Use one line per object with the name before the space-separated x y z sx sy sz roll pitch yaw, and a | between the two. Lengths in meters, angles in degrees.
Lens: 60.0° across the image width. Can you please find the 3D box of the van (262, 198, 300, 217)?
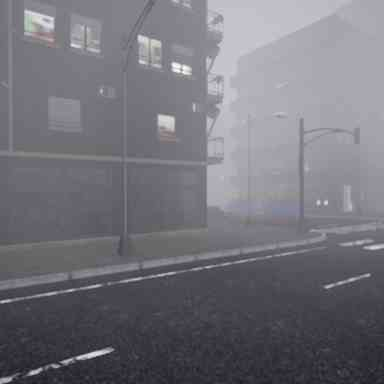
van | 8.969 1.557 33.890 1.690 1.788 3.998 -1 0 -36

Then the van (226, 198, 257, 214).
van | 5.653 1.631 38.405 1.690 1.788 3.998 -1 0 -36

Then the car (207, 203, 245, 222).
car | 2.230 1.843 28.972 1.802 1.307 4.206 -1 0 -36
